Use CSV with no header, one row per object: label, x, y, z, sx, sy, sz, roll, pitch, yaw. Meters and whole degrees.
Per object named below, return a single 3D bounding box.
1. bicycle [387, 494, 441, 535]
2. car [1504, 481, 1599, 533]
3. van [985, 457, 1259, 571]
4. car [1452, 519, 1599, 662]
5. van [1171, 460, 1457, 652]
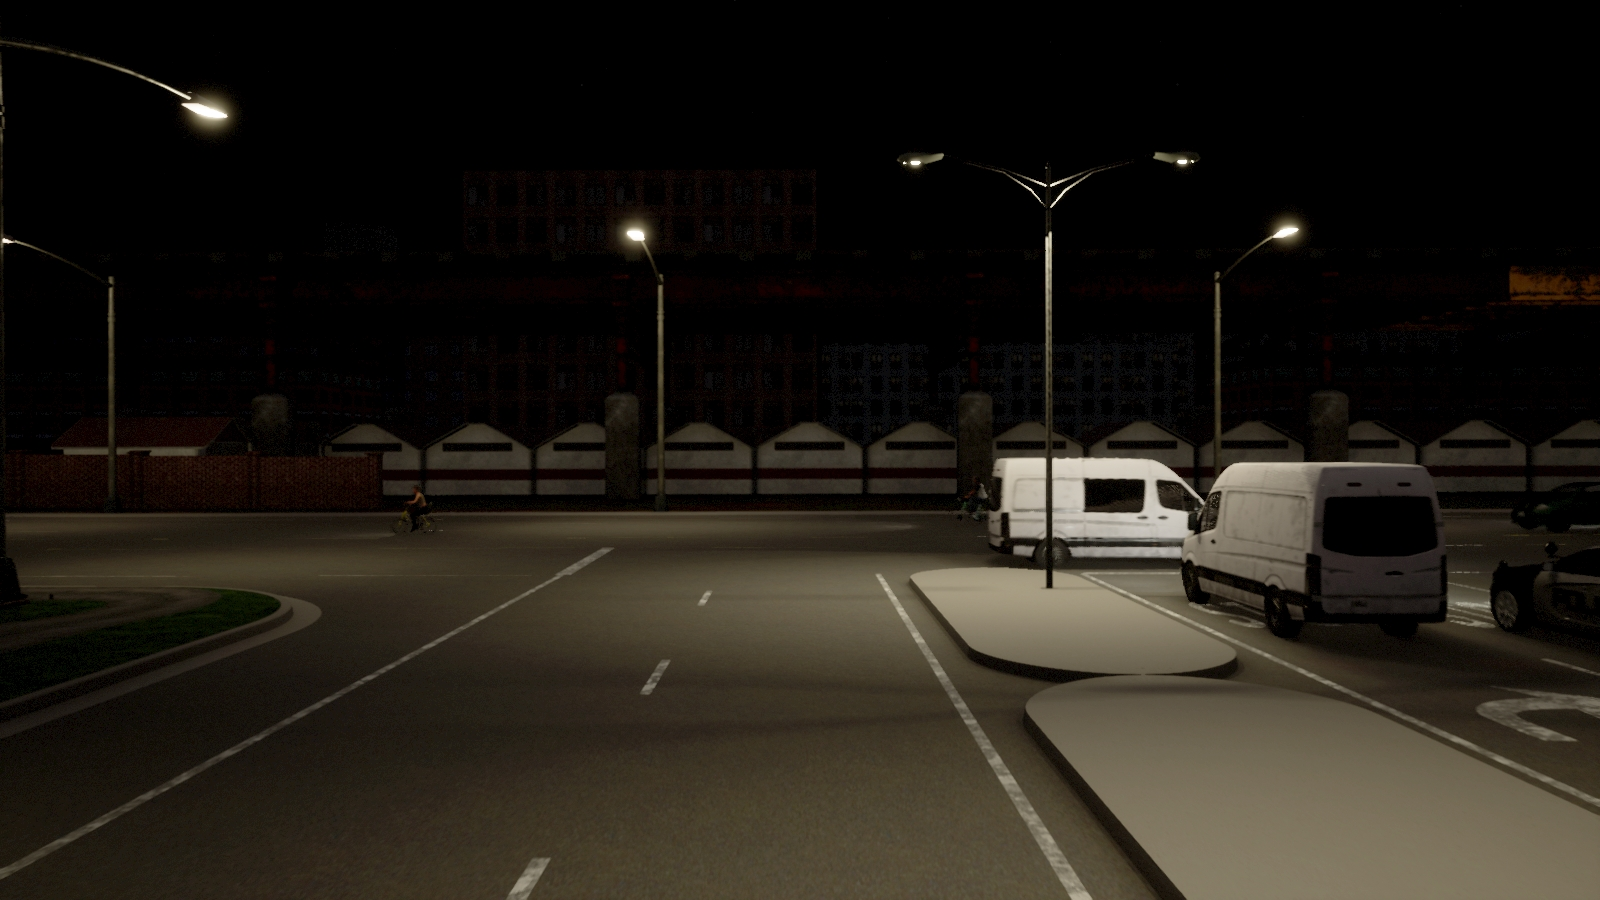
bicycle,-12.683,2.122,37.569,1.487,1.301,0.859,0,0,0
car,25.635,1.850,37.428,3.988,1.617,1.851,0,0,0
van,7.489,1.462,27.004,5.915,2.561,1.988,0,0,0
car,11.376,1.916,15.470,2.097,1.638,5.238,0,0,0
van,7.989,1.474,18.578,1.988,2.561,5.915,0,0,0
